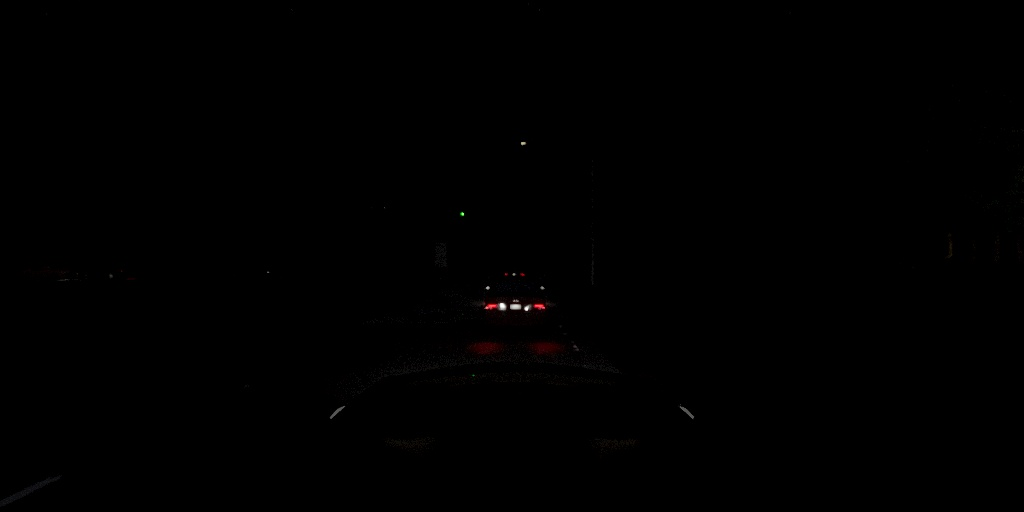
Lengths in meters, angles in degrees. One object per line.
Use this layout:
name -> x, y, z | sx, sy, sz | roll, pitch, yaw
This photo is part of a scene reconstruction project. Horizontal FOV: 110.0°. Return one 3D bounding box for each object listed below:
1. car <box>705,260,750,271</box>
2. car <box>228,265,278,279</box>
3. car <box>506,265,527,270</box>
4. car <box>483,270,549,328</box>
car -> 26.372, 1.161, 44.189 | 4.718, 1.301, 1.895 | -1, -2, 0
car -> -29.240, 1.783, 40.569 | 4.892, 1.490, 1.837 | 0, -2, 0
car -> 0.406, 1.429, 29.102 | 2.033, 1.411, 5.357 | 0, 0, 6
car -> 0.097, 1.341, 11.545 | 2.033, 1.411, 5.357 | 0, 0, 0
